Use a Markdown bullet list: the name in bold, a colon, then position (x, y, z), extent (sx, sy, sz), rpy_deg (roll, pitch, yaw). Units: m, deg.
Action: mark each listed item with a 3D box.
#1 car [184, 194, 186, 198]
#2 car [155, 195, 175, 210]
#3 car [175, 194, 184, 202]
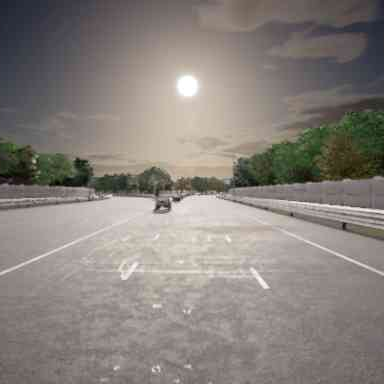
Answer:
- **car**: position (-3.508, 1.289, 94.417), extent (2.097, 1.767, 4.553), rpy_deg (0, 0, 0)
- **car**: position (-3.504, 1.470, 41.728), extent (1.837, 1.490, 4.892), rpy_deg (0, 0, 0)
- **car**: position (-3.507, 1.428, 75.740), extent (1.882, 1.535, 5.008), rpy_deg (0, 0, 0)
